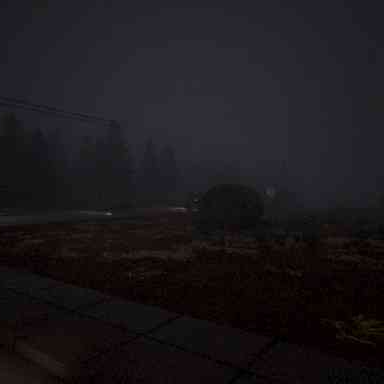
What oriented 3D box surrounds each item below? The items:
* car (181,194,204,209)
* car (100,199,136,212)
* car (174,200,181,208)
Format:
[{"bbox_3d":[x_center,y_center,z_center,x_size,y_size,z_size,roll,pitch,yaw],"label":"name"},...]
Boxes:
[{"bbox_3d":[1.364,1.248,46.191,2.150,2.045,5.566,0,0,38],"label":"car"},{"bbox_3d":[-8.595,1.552,38.922,1.812,1.442,4.674,0,0,37],"label":"car"},{"bbox_3d":[-0.708,1.553,49.508,1.812,1.442,4.674,0,1,37],"label":"car"}]
